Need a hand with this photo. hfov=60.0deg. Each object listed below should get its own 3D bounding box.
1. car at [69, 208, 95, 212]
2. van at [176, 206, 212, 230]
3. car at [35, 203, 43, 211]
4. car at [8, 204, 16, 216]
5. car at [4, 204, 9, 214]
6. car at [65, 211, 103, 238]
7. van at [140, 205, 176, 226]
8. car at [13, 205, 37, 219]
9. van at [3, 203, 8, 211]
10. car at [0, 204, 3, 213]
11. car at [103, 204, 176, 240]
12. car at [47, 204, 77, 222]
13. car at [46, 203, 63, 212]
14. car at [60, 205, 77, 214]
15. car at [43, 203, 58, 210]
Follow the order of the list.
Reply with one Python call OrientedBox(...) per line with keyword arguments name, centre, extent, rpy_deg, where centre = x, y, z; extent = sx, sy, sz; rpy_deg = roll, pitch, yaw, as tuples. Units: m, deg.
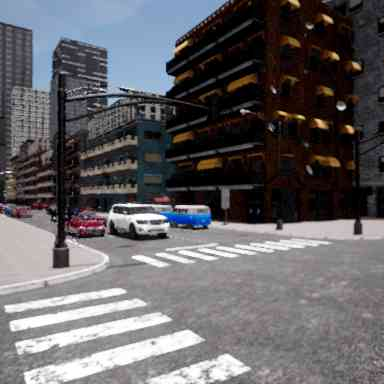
OrientedBox(name="car", centre=(-9.018, 2.387, 29.375), extent=(1.895, 1.301, 4.718), rpy_deg=(0, -2, -34))
OrientedBox(name="van", centre=(-0.144, 1.983, 26.536), extent=(1.690, 1.788, 3.998), rpy_deg=(-1, -1, -34))
OrientedBox(name="car", centre=(-34.497, 3.445, 77.675), extent=(2.192, 1.841, 5.009), rpy_deg=(-1, -1, -34))
OrientedBox(name="car", centre=(-25.825, 2.847, 49.799), extent=(1.967, 1.590, 4.097), rpy_deg=(-1, -1, -34))
OrientedBox(name="car", centre=(-28.946, 3.093, 54.446), extent=(2.008, 1.369, 4.403), rpy_deg=(-1, -1, -34))
OrientedBox(name="car", centre=(-7.085, 2.178, 21.903), extent=(1.802, 1.307, 4.206), rpy_deg=(0, -1, -34))
OrientedBox(name="van", centre=(-3.267, 2.118, 31.185), extent=(1.690, 1.788, 3.998), rpy_deg=(-1, -1, -34))
OrientedBox(name="car", centre=(-22.700, 2.854, 45.148), extent=(1.802, 1.307, 4.206), rpy_deg=(-1, -1, -34))
OrientedBox(name="van", centre=(-32.073, 3.019, 59.098), extent=(1.690, 1.788, 3.998), rpy_deg=(-1, -1, -34))
OrientedBox(name="car", centre=(-38.338, 3.264, 68.383), extent=(2.192, 1.841, 5.009), rpy_deg=(-1, -1, -34))
OrientedBox(name="car", centre=(-3.534, 1.771, 21.219), extent=(2.150, 2.045, 5.566), rpy_deg=(0, -2, -34))
OrientedBox(name="car", centre=(-14.744, 2.512, 37.937), extent=(1.882, 1.535, 5.008), rpy_deg=(0, -2, -34))
OrientedBox(name="car", centre=(-28.251, 3.174, 68.377), extent=(2.192, 1.841, 5.009), rpy_deg=(-1, -1, -34))
OrientedBox(name="car", centre=(-22.096, 3.117, 59.217), extent=(1.752, 1.417, 4.829), rpy_deg=(-1, -1, -34))
OrientedBox(name="car", centre=(-23.069, 3.014, 55.862), extent=(2.128, 1.511, 4.902), rpy_deg=(0, -2, -34))
